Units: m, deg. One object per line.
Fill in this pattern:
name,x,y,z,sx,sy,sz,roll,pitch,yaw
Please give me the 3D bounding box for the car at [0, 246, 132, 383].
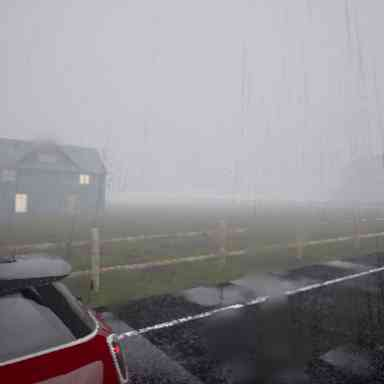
car,-2.700,1.343,2.051,4.553,1.767,2.097,1,0,-35
